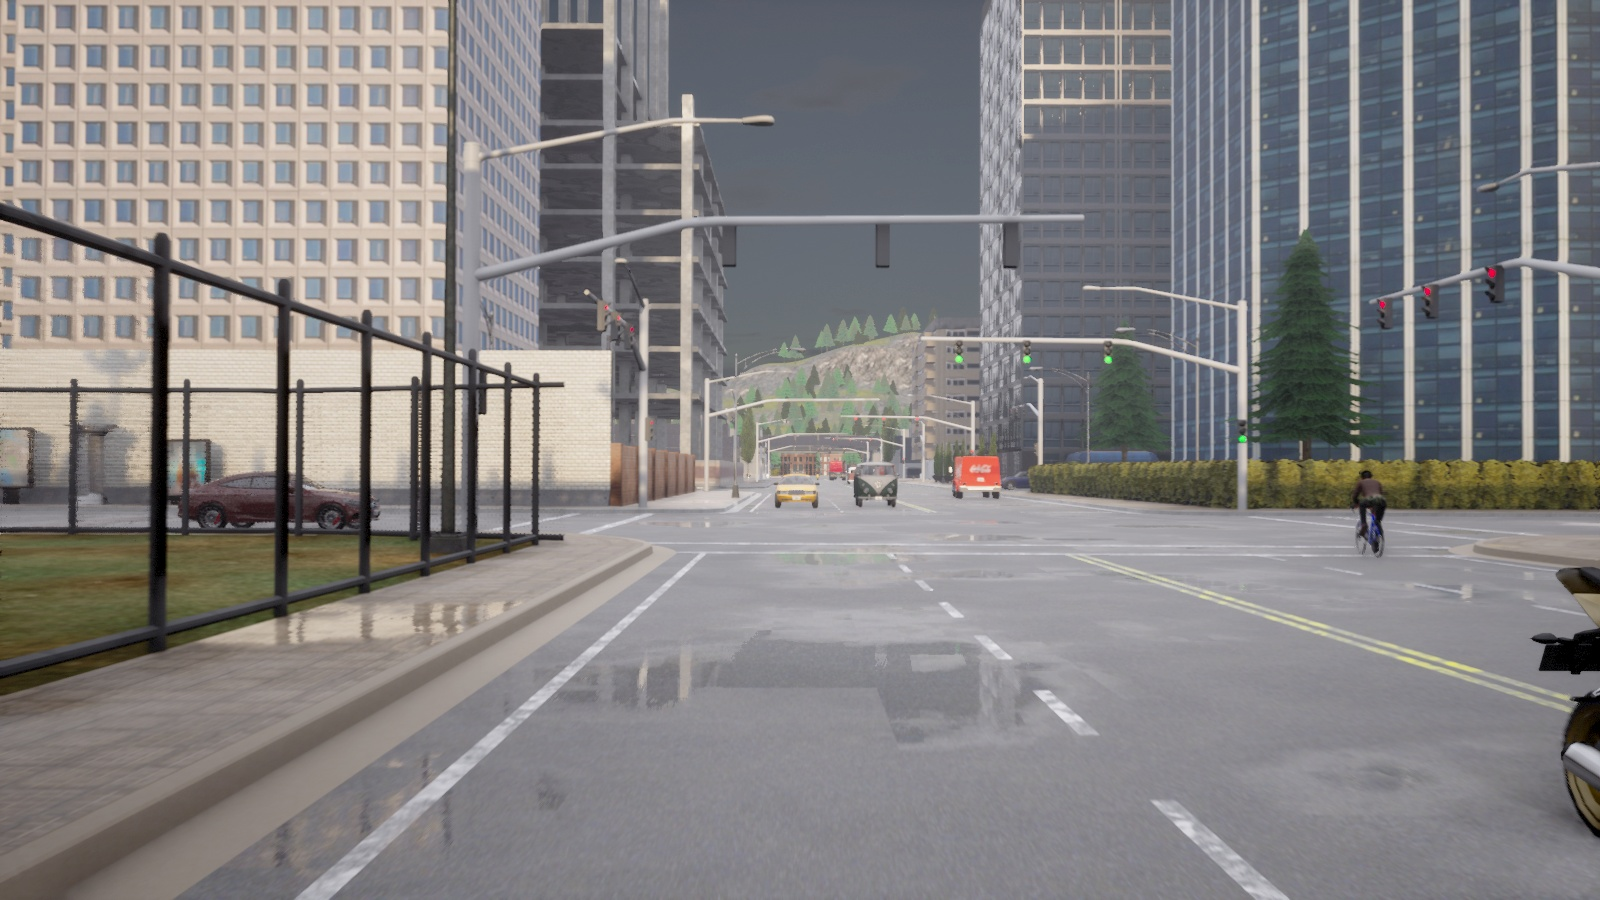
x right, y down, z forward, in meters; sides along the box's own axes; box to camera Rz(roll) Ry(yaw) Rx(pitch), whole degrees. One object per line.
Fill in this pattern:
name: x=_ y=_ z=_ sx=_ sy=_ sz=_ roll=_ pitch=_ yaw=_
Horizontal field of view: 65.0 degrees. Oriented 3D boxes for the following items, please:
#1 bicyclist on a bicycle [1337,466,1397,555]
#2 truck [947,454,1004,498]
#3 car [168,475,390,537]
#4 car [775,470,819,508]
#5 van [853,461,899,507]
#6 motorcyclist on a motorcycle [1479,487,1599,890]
bicyclist on a bicycle: x=10.719 y=1.123 z=23.770 sx=0.582 sy=1.620 sz=1.656 roll=0 pitch=-1 yaw=8
truck: x=10.318 y=1.532 z=74.424 sx=2.627 sy=2.467 sz=5.204 roll=0 pitch=-1 yaw=0
car: x=-12.674 y=1.350 z=30.746 sx=4.674 sy=1.442 sz=1.812 roll=0 pitch=-1 yaw=0
car: x=-0.133 y=1.669 z=54.668 sx=1.801 sy=1.575 sz=5.366 roll=0 pitch=-1 yaw=0
van: x=3.362 y=1.494 z=56.165 sx=1.775 sy=1.987 sz=4.442 roll=0 pitch=-1 yaw=0
motorcyclist on a motorcycle: x=3.489 y=0.912 z=4.537 sx=0.866 sy=1.530 sz=2.191 roll=0 pitch=-1 yaw=0
